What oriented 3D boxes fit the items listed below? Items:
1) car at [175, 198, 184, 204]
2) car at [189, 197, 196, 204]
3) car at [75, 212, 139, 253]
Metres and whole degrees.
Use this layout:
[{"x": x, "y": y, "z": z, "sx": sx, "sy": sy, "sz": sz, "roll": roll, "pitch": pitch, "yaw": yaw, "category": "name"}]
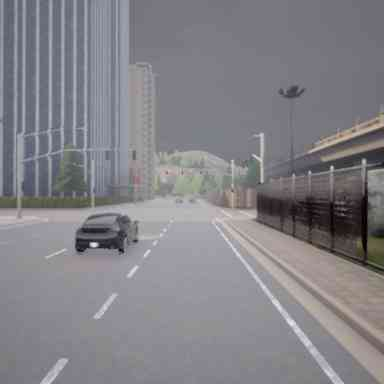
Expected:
[{"x": -3.465, "y": 2.358, "z": 87.805, "sx": 2.033, "sy": 1.411, "sz": 5.357, "roll": 0, "pitch": -1, "yaw": 0, "category": "car"}, {"x": 0.035, "y": 2.358, "z": 87.803, "sx": 2.033, "sy": 1.411, "sz": 5.357, "roll": 0, "pitch": -1, "yaw": 0, "category": "car"}, {"x": -3.491, "y": 1.645, "z": 14.302, "sx": 1.837, "sy": 1.490, "sz": 4.892, "roll": 0, "pitch": 0, "yaw": 0, "category": "car"}]
